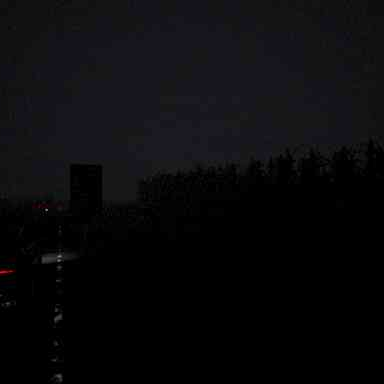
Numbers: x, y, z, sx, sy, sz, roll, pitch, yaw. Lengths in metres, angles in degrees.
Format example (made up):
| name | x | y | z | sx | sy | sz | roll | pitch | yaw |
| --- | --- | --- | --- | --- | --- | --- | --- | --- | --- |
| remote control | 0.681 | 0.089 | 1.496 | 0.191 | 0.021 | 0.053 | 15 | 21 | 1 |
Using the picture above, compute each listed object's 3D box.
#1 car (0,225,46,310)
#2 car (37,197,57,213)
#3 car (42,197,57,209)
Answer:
| name | x | y | z | sx | sy | sz | roll | pitch | yaw |
| --- | --- | --- | --- | --- | --- | --- | --- | --- | --- |
| car | -4.447 | 1.498 | 7.414 | 1.837 | 1.490 | 4.892 | 0 | 0 | -21 |
| car | -15.714 | 1.551 | 36.196 | 1.895 | 1.301 | 4.718 | 0 | 0 | -21 |
| car | -19.471 | 1.454 | 45.609 | 1.812 | 1.442 | 4.674 | 0 | 0 | -21 |
